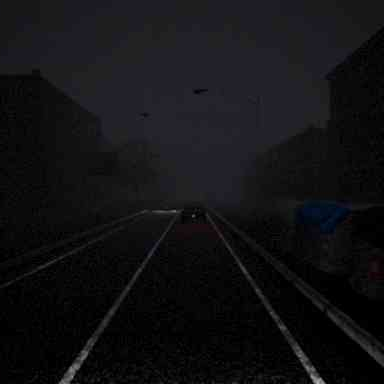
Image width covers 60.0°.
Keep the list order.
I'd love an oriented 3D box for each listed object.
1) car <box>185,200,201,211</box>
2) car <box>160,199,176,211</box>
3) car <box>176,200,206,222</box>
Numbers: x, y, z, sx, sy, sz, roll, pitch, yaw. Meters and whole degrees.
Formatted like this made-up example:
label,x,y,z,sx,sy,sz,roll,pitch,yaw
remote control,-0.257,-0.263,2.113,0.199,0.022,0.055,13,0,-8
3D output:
label,x,y,z,sx,sy,sz,roll,pitch,yaw
car,0.110,1.731,43.060,1.895,1.301,4.718,0,0,0
car,-3.075,1.657,43.439,1.812,1.442,4.674,0,0,0
car,0.108,1.534,26.371,2.128,1.511,4.902,0,0,0
